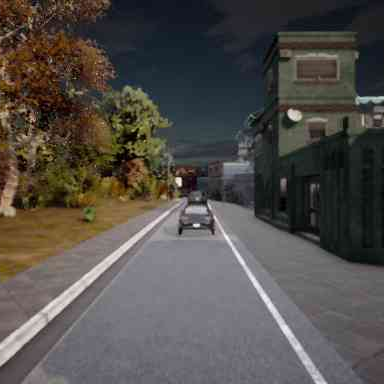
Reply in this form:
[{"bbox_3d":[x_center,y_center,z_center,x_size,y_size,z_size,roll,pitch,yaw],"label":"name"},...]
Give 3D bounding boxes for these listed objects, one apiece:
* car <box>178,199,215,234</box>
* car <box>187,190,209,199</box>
[{"bbox_3d":[0.253,1.348,17.756,1.812,1.442,4.674,0,1,1],"label":"car"},{"bbox_3d":[0.629,0.819,36.681,2.150,2.045,5.566,0,1,2],"label":"car"}]
